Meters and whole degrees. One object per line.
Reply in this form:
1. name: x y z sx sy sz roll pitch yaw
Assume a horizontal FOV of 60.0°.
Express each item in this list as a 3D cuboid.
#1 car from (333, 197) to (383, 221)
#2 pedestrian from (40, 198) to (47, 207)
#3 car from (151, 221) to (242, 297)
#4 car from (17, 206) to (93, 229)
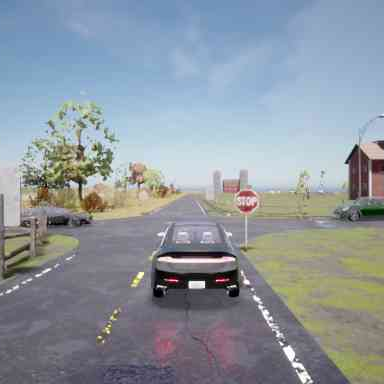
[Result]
1. car: 12.671 1.136 24.103 4.553 1.767 2.097 -1 0 0
2. pedestrian: -12.207 1.412 27.278 0.375 1.860 0.375 0 1 0
3. car: 0.084 1.490 8.532 2.128 1.511 4.902 0 0 0
4. car: -9.341 1.662 21.888 5.357 1.411 2.033 -1 1 -9
